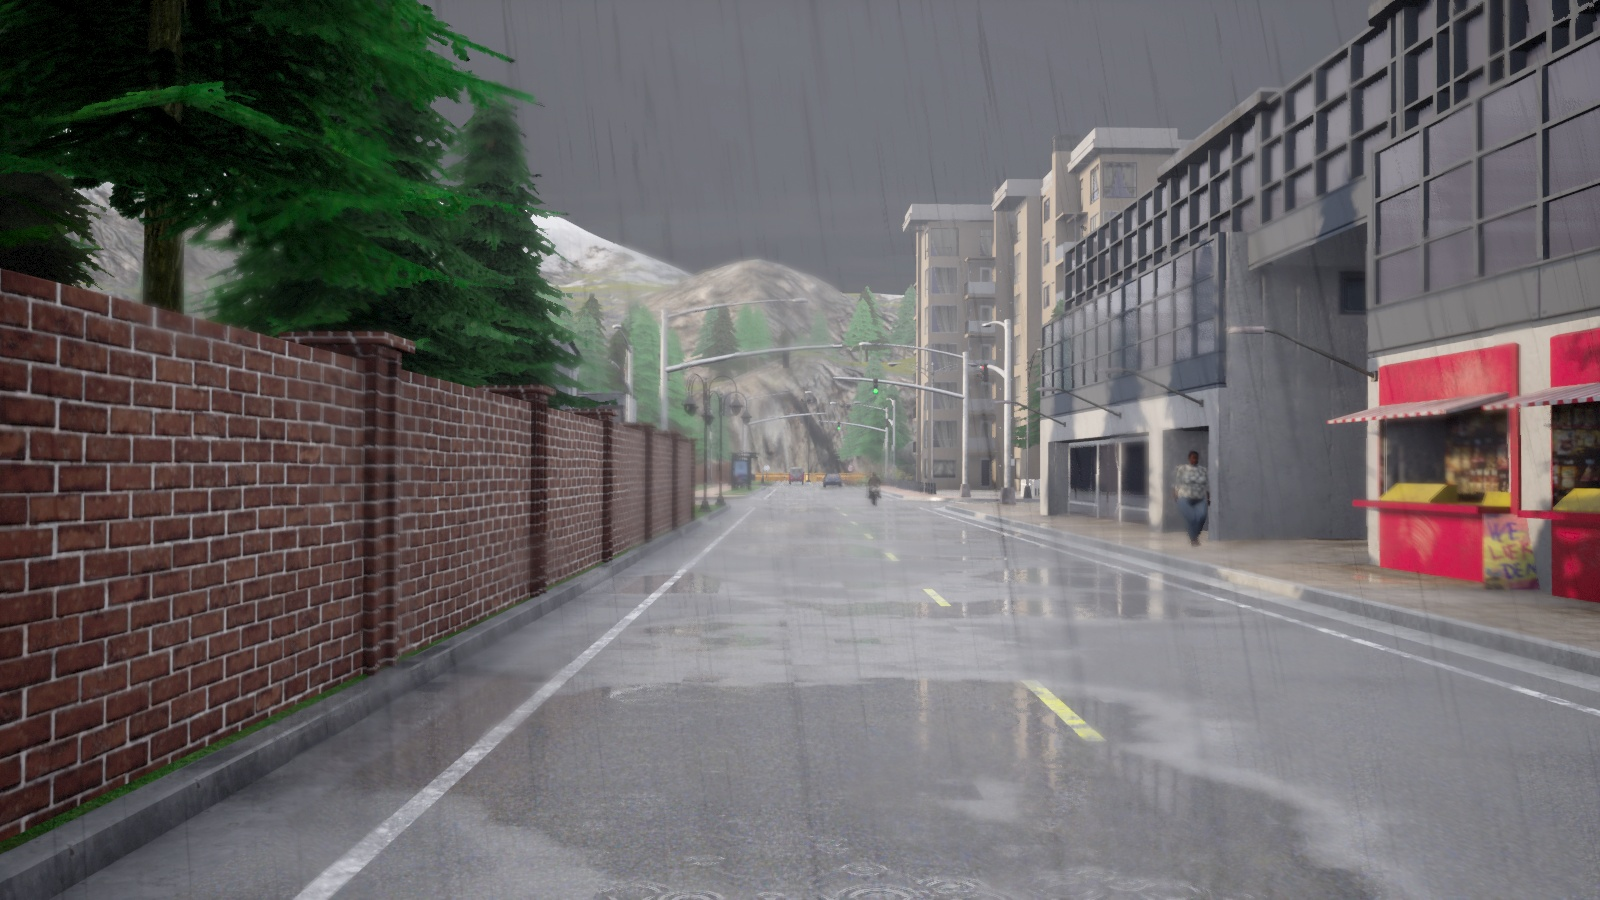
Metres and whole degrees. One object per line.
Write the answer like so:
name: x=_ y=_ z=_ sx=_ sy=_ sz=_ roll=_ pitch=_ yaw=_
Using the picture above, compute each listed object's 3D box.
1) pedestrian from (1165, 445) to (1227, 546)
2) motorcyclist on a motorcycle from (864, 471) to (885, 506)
pedestrian: x=7.407 y=0.840 z=23.540 sx=0.874 sy=1.855 sz=0.900 roll=0 pitch=-1 yaw=2
motorcyclist on a motorcycle: x=3.348 y=1.728 z=56.359 sx=0.797 sy=1.523 sz=2.044 roll=0 pitch=-1 yaw=0
